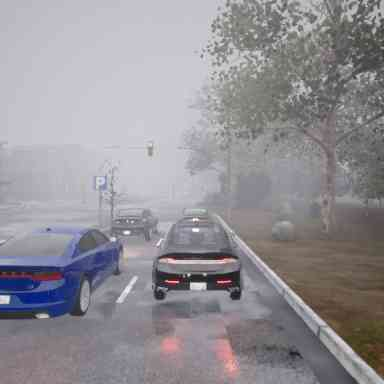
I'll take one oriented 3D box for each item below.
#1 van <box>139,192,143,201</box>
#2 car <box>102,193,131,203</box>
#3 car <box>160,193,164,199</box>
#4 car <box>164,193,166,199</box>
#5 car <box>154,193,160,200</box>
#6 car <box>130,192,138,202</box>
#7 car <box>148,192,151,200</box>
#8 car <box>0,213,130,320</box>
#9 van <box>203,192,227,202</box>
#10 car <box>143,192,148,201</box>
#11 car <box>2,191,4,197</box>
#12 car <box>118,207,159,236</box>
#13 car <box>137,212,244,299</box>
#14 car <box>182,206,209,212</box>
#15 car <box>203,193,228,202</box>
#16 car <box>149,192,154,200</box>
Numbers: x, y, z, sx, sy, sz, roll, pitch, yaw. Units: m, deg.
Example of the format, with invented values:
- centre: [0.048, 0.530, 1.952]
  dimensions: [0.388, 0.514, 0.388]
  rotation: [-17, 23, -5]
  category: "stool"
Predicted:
- centre: [-13.192, 1.091, 70.743]
  dimensions: [4.442, 1.987, 1.878]
  rotation: [-1, 0, -14]
  category: "van"
- centre: [-14.402, 1.356, 61.760]
  dimensions: [4.792, 1.488, 2.163]
  rotation: [-1, 0, -15]
  category: "car"
- centre: [-10.941, 1.062, 88.698]
  dimensions: [5.566, 2.045, 2.435]
  rotation: [-1, 0, -12]
  category: "car"
- centre: [-10.517, 1.313, 91.676]
  dimensions: [5.008, 1.535, 2.097]
  rotation: [-1, 0, -12]
  category: "car"
- centre: [-11.393, 1.355, 85.692]
  dimensions: [4.674, 1.452, 2.002]
  rotation: [-1, 0, -12]
  category: "car"
- centre: [-13.755, 1.313, 64.751]
  dimensions: [5.366, 1.575, 1.946]
  rotation: [-1, 0, -15]
  category: "car"
- centre: [-12.587, 1.357, 76.709]
  dimensions: [4.674, 1.452, 2.002]
  rotation: [-1, 0, -13]
  category: "car"
- centre: [-2.886, 1.487, 7.534]
  dimensions: [1.882, 1.535, 5.008]
  rotation: [0, 0, 0]
  category: "car"
- centre: [4.328, 1.040, 64.341]
  dimensions: [4.442, 1.987, 1.878]
  rotation: [1, 0, -14]
  category: "van"
- centre: [-12.962, 1.319, 73.714]
  dimensions: [4.892, 1.521, 2.231]
  rotation: [-1, 0, -14]
  category: "car"
- centre: [-31.128, 0.135, 52.639]
  dimensions: [2.002, 1.452, 4.674]
  rotation: [6, -3, -19]
  category: "car"
- centre: [-2.825, 1.529, 16.965]
  dimensions: [1.837, 1.490, 4.892]
  rotation: [0, 0, 1]
  category: "car"
- centre: [0.117, 1.502, 8.467]
  dimensions: [2.128, 1.511, 4.902]
  rotation: [0, 0, 0]
  category: "car"
- centre: [0.185, 1.530, 17.879]
  dimensions: [1.837, 1.490, 4.892]
  rotation: [0, 0, 0]
  category: "car"
- centre: [4.713, 1.139, 67.311]
  dimensions: [4.553, 1.767, 2.185]
  rotation: [1, 0, -14]
  category: "car"
- centre: [-12.213, 1.356, 79.710]
  dimensions: [4.674, 1.452, 2.002]
  rotation: [-1, 0, -13]
  category: "car"
